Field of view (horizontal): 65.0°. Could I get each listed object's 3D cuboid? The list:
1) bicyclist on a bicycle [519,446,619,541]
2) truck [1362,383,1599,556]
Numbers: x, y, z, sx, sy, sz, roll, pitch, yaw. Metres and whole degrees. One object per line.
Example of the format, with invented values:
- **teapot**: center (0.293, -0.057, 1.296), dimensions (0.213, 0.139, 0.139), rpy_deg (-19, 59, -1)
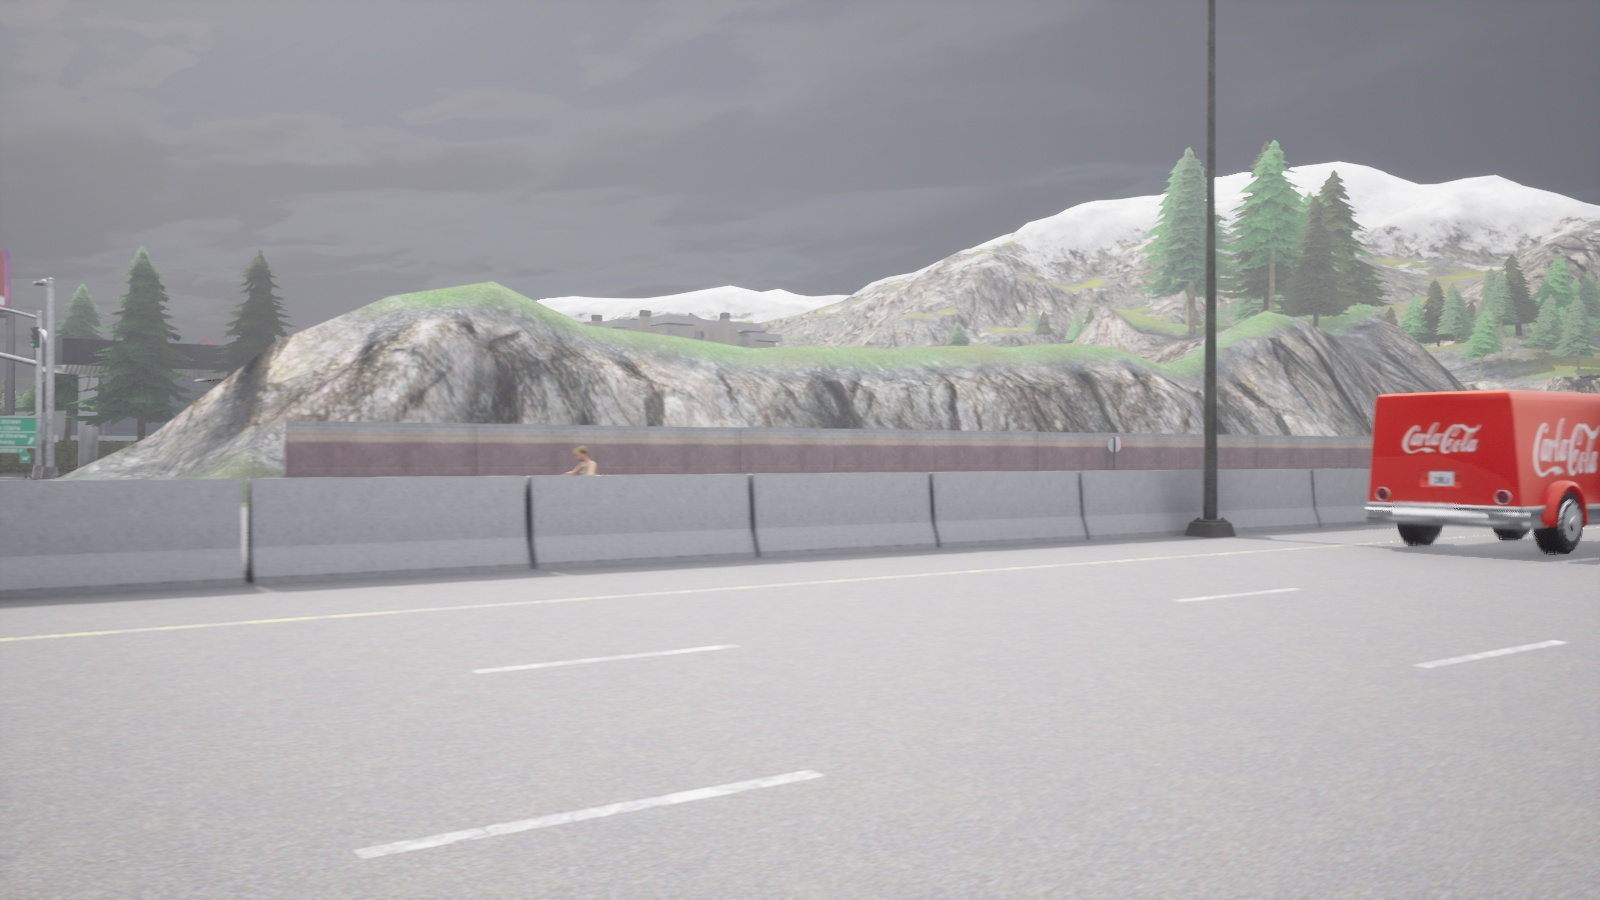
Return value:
- **bicyclist on a bicycle**: center (-4.071, 0.744, 22.153), dimensions (1.509, 1.612, 0.866), rpy_deg (0, 0, -35)
- **truck**: center (11.862, 0.283, 20.445), dimensions (5.204, 2.467, 2.627), rpy_deg (0, 0, -35)
